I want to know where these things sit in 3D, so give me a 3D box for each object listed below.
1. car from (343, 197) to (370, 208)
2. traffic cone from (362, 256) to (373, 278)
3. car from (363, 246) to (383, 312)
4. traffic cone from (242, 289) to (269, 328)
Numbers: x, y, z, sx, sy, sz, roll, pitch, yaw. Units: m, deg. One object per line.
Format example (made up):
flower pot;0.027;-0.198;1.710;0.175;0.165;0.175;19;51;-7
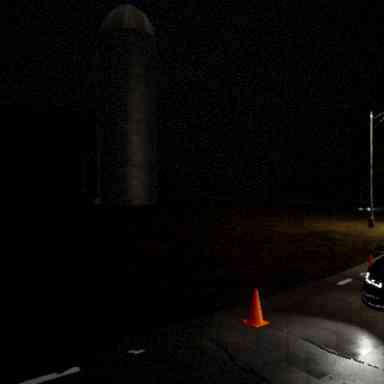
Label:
car;23.214;1.474;46.948;2.033;1.411;5.357;0;0;2
traffic cone;4.754;1.987;8.845;0.340;0.580;0.340;0;0;-43
car;5.253;1.533;6.910;4.892;1.490;1.837;0;0;-42
traffic cone;1.105;1.973;5.760;0.340;0.580;0.340;0;0;-38
